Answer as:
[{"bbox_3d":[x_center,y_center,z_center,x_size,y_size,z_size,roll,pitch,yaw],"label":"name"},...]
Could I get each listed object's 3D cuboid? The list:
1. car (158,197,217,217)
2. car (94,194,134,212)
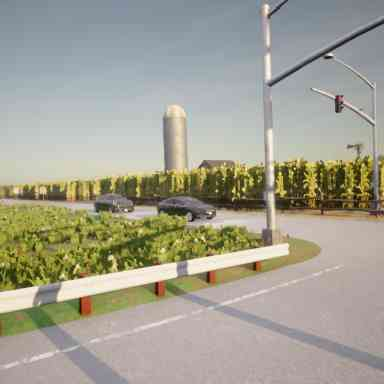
[{"bbox_3d":[-0.450,1.084,22.215,1.837,1.490,4.892,-3,2,-40],"label":"car"},{"bbox_3d":[-7.088,0.971,30.031,2.097,1.767,4.553,-3,2,-40],"label":"car"}]
